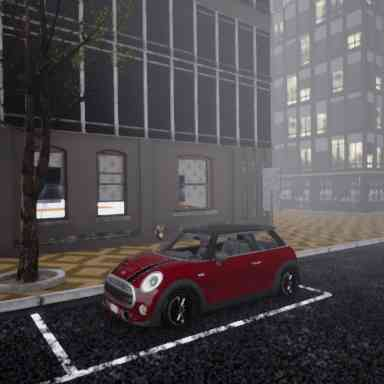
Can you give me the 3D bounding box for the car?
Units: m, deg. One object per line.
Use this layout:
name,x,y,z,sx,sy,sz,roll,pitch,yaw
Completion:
car,0.294,1.438,6.800,4.097,1.590,1.967,0,-1,-36
